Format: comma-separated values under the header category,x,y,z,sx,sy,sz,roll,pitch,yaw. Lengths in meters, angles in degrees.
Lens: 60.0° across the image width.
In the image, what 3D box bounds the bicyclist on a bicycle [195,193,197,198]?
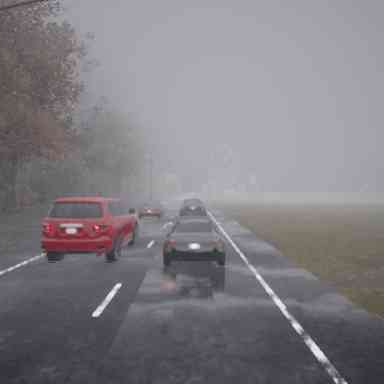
category,x,y,z,sx,sy,sz,roll,pitch,yaw
bicyclist on a bicycle,0.946,1.272,81.790,0.866,1.612,1.509,0,0,0

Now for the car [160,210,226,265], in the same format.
category,x,y,z,sx,sy,sz,roll,pitch,yaw
car,0.079,1.539,11.670,1.994,1.385,4.181,0,0,0

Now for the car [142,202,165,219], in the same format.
category,x,y,z,sx,sy,sz,roll,pitch,yaw
car,-3.416,1.504,28.754,1.994,1.385,4.181,0,0,0

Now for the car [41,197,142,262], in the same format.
category,x,y,z,sx,sy,sz,roll,pitch,yaw
car,-3.417,1.194,12.122,2.150,2.045,5.566,0,0,0

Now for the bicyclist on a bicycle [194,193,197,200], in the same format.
category,x,y,z,sx,sy,sz,roll,pitch,yaw
bicyclist on a bicycle,0.948,1.184,90.787,0.659,1.776,1.843,0,0,0

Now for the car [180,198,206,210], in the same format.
category,x,y,z,sx,sy,sz,roll,pitch,yaw
car,0.080,1.294,27.965,2.097,1.767,4.553,0,0,0
